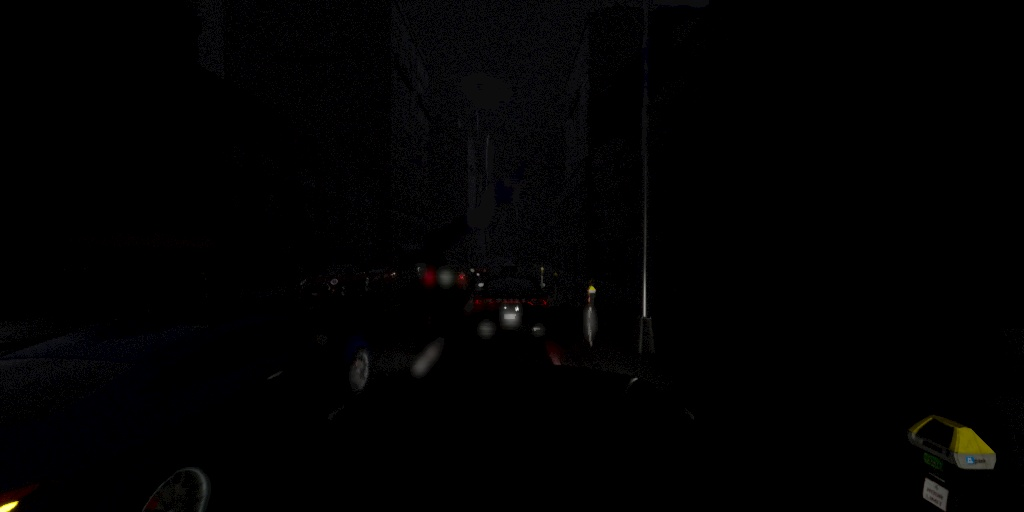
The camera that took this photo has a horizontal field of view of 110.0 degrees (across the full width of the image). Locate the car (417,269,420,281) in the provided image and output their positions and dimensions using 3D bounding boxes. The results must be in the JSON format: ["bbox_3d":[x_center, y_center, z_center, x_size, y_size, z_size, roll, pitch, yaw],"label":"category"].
[{"bbox_3d":[-6.242,1.092,29.386,2.097,1.767,4.553,0,0,0],"label":"car"}]

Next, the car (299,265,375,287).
[{"bbox_3d":[-8.814,1.185,18.031,1.967,1.591,4.097,0,0,0],"label":"car"}]

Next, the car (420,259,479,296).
[{"bbox_3d":[-3.146,1.096,19.161,2.097,1.767,4.553,0,0,0],"label":"car"}]

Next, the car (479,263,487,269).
[{"bbox_3d":[-3.049,1.338,34.148,1.895,1.301,4.718,0,0,0],"label":"car"}]

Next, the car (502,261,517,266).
[{"bbox_3d":[-0.273,1.287,34.789,2.007,1.370,4.403,0,0,0],"label":"car"}]

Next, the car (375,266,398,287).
[{"bbox_3d":[-8.814,1.325,23.617,1.802,1.307,4.207,0,0,0],"label":"car"}]

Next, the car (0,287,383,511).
[{"bbox_3d":[-3.051,1.275,3.575,1.812,1.442,4.674,0,0,0],"label":"car"}]

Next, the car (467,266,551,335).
[{"bbox_3d":[-0.006,1.225,10.502,1.882,1.535,5.008,0,0,0],"label":"car"}]
